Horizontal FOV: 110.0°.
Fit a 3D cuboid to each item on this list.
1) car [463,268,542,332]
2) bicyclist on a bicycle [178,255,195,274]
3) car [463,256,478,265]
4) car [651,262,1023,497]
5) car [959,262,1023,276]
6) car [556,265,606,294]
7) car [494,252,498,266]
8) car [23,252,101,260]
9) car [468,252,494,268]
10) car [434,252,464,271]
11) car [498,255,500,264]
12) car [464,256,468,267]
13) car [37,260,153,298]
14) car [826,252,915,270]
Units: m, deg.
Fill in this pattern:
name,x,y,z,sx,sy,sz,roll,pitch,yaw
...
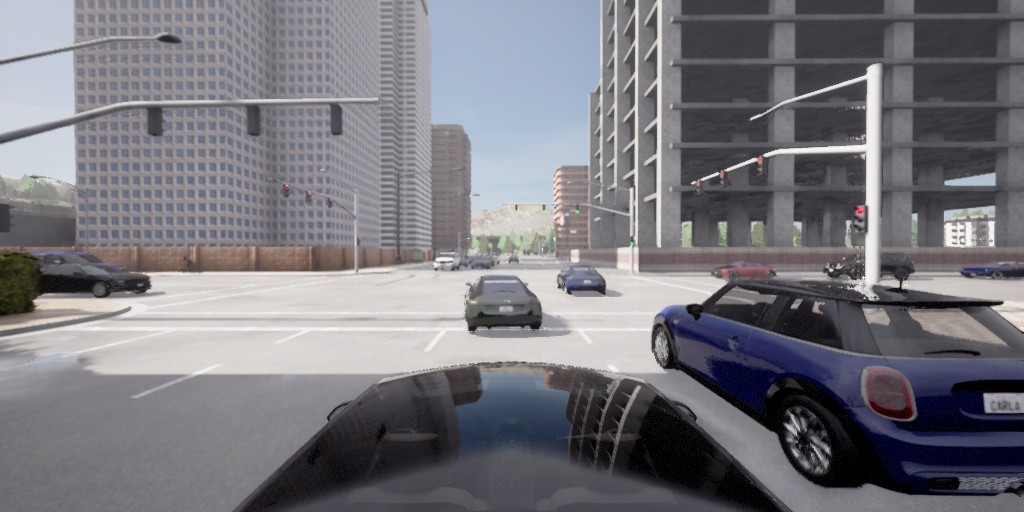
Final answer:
name,x,y,z,sx,sy,sz,roll,pitch,yaw
car,-0.417,1.229,10.662,1.994,1.385,4.181,0,1,-8
bicyclist on a bicycle,-29.381,0.761,32.342,0.582,1.620,1.656,0,1,0
car,-6.909,0.702,60.155,1.837,1.490,4.892,0,1,1
car,3.597,1.074,4.746,2.097,1.767,4.553,0,1,0
car,37.110,1.111,27.108,4.718,1.301,1.895,0,1,0
car,3.502,1.153,18.723,1.994,1.385,4.181,0,1,0
car,-3.573,0.624,52.237,2.097,1.767,4.553,0,1,1
car,-25.176,0.795,20.331,5.566,2.045,2.150,0,1,0
car,-3.716,0.707,43.492,2.097,1.767,4.553,0,1,1
car,-7.259,0.604,40.532,2.150,2.045,5.566,0,1,1
car,-3.339,0.395,62.630,2.150,2.045,5.566,0,1,1
car,-7.118,0.858,49.954,1.994,1.385,4.181,0,1,1
car,-19.867,1.085,16.796,5.008,1.535,1.882,0,1,1
car,26.981,0.731,27.180,5.566,2.045,2.150,0,1,1
